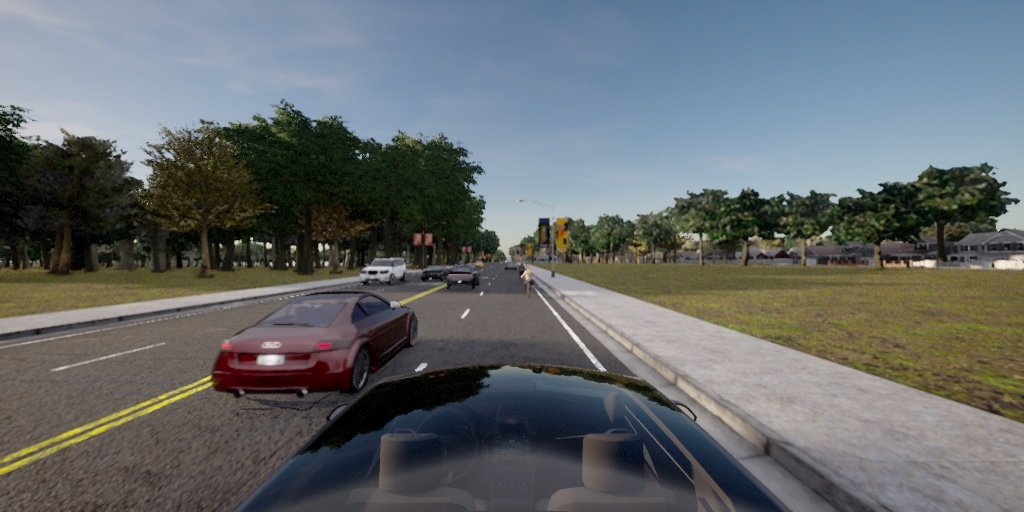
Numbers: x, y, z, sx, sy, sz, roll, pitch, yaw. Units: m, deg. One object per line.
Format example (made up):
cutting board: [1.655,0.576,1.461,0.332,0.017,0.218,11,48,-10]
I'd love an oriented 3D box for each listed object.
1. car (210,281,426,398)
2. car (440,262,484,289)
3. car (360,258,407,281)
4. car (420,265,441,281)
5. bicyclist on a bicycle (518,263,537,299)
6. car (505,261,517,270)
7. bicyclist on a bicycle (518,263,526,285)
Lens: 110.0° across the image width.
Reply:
car: [-3.169,1.350,6.707,1.994,1.385,4.181,0,0,0]
car: [-3.256,1.414,24.709,2.128,1.511,4.902,0,0,0]
car: [-9.973,1.171,28.320,2.150,2.045,5.566,0,0,0]
car: [-6.741,1.527,32.268,2.033,1.411,5.357,0,0,0]
bicyclist on a bicycle: [0.840,1.308,18.146,0.866,1.612,1.509,0,0,0]
car: [-0.185,1.788,62.623,1.994,1.385,4.181,0,-1,0]
bicyclist on a bicycle: [0.772,1.400,27.997,0.582,1.620,1.656,0,-1,0]
